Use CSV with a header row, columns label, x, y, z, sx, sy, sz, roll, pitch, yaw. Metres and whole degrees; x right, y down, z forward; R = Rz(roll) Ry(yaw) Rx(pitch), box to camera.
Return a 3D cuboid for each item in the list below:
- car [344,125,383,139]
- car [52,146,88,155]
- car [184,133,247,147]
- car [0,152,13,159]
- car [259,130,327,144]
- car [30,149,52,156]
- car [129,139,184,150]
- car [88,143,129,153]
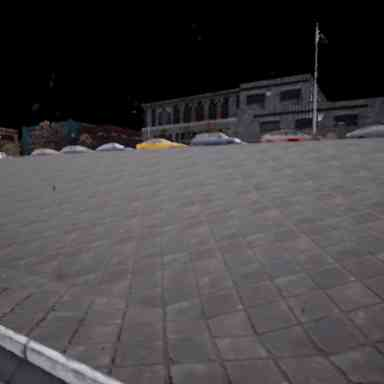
label,x,y,z,sx,sy,sz,roll,pitch,yaw
car,11.973,-3.434,20.801,4.674,1.452,2.002,1,1,28
car,-11.993,-4.096,34.984,4.892,1.521,2.231,1,1,34
car,2.118,-3.852,26.209,4.553,1.767,2.185,2,1,31
car,-25.599,-4.501,44.242,4.553,1.767,2.185,1,1,34
car,7.110,-3.568,23.409,4.792,1.488,2.163,1,1,29
car,-16.559,-4.198,38.084,4.892,1.521,2.231,1,1,34
car,-2.635,-3.851,29.026,5.008,1.535,2.097,2,1,32
car,-7.347,-3.936,31.955,4.674,1.452,2.002,2,1,33
